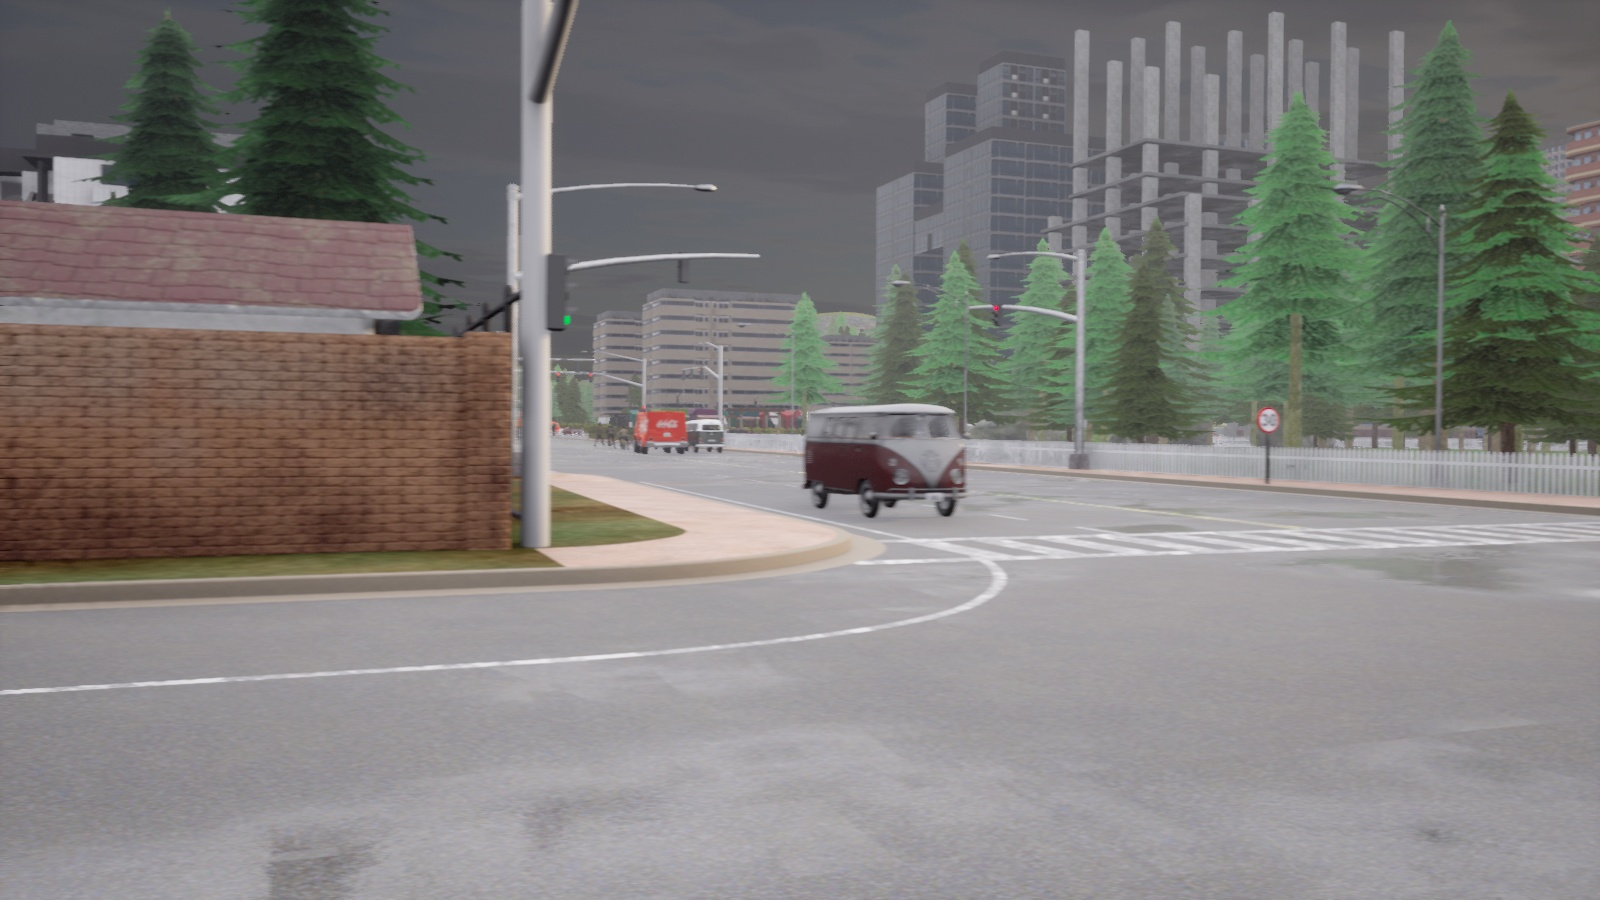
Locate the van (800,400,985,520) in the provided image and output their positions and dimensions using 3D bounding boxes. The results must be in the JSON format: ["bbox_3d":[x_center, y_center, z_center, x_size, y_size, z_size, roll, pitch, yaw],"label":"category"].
[{"bbox_3d":[1.582,0.127,23.222,1.775,1.987,4.442,-1,1,-19],"label":"van"}]

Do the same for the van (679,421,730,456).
[{"bbox_3d":[-5.914,-0.733,77.171,2.069,2.038,4.480,-1,1,-19],"label":"van"}]

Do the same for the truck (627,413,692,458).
[{"bbox_3d":[-8.248,-0.843,73.194,2.627,2.467,5.204,-1,1,-19],"label":"truck"}]
